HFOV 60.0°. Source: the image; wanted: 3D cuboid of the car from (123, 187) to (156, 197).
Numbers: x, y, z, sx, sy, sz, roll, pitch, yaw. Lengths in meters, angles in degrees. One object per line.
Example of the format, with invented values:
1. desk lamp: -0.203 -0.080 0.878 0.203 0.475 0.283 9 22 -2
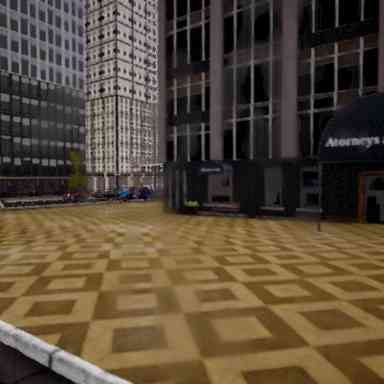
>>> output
1. car: -8.678 0.104 57.629 2.150 2.045 5.566 2 2 35

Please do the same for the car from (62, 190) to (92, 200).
1. car: -18.704 0.405 53.242 1.967 1.590 4.097 1 2 35

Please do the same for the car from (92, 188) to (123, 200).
1. car: -14.278 0.537 54.954 1.895 1.301 4.718 2 2 35

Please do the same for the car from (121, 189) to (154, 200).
1. car: -8.607 0.590 53.077 1.947 1.339 4.313 1 2 35

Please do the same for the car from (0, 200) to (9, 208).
1. car: -21.404 1.081 34.494 2.008 1.369 4.403 1 2 35
